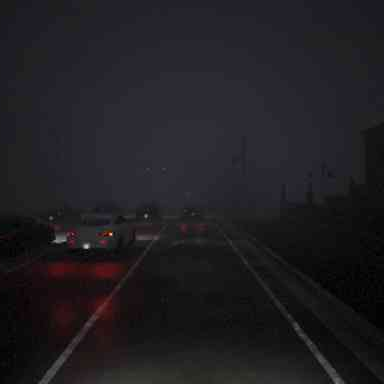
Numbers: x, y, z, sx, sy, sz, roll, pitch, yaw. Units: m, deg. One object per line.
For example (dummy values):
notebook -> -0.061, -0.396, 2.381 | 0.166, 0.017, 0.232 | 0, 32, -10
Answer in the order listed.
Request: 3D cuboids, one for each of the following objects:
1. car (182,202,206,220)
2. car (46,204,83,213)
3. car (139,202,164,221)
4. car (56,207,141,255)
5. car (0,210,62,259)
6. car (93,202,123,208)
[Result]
car -> 0.152, 1.583, 28.306 | 1.812, 1.442, 4.674 | 0, 0, 2
car -> -10.480, 1.656, 27.009 | 1.895, 1.301, 4.718 | 0, 0, 0
car -> -3.473, 1.562, 27.647 | 1.837, 1.490, 4.892 | 0, 0, 1
car -> -3.459, 1.553, 13.280 | 1.812, 1.442, 4.674 | 0, 0, 1
car -> -6.963, 1.591, 12.811 | 1.994, 1.385, 4.181 | 0, 0, 1
car -> -6.973, 1.562, 27.649 | 1.837, 1.490, 4.892 | 0, 0, 1
